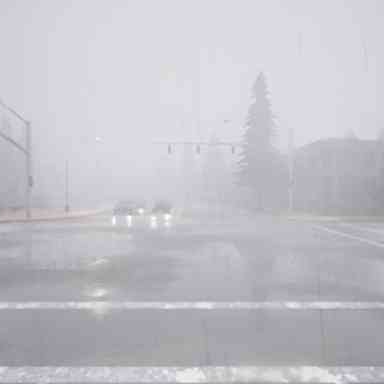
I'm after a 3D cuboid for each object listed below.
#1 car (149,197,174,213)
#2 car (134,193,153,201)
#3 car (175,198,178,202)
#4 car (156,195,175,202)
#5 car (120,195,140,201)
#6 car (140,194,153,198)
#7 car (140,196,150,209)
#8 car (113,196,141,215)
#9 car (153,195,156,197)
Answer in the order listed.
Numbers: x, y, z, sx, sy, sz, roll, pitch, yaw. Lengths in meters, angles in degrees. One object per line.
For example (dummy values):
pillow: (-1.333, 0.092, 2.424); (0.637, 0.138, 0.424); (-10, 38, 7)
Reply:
car: (-3.292, 1.579, 36.723); (1.895, 1.301, 4.718); (0, 0, -1)
car: (-11.365, 1.159, 77.943); (4.553, 1.767, 2.097); (0, 0, 43)
car: (-4.978, 1.553, 70.257); (1.895, 1.301, 4.718); (0, 0, -35)
car: (-3.754, 1.450, 45.894); (1.882, 1.535, 5.008); (0, 0, -6)
car: (-14.204, 1.442, 75.815); (4.718, 1.301, 1.895); (0, 0, 43)
car: (-10.183, 1.508, 65.255); (2.033, 1.411, 5.357); (0, 0, -31)
car: (-7.072, 1.538, 43.520); (1.994, 1.385, 4.181); (0, 0, -2)
car: (-6.778, 1.484, 34.174); (1.837, 1.490, 4.892); (0, 0, -1)
car: (-7.646, 1.437, 67.956); (1.882, 1.535, 5.008); (0, 0, -35)
